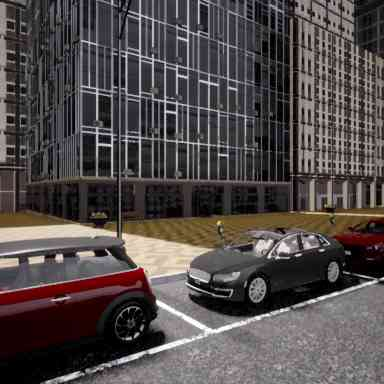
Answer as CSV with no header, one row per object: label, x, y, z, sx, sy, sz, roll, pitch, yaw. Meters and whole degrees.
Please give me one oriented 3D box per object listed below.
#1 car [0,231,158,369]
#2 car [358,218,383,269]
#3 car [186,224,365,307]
car,-2.618,1.440,4.694,4.097,1.590,1.967,0,0,-35
car,6.408,1.547,11.093,4.507,1.381,1.887,0,0,-35
car,1.895,1.551,7.893,4.403,1.369,2.008,0,0,-35
